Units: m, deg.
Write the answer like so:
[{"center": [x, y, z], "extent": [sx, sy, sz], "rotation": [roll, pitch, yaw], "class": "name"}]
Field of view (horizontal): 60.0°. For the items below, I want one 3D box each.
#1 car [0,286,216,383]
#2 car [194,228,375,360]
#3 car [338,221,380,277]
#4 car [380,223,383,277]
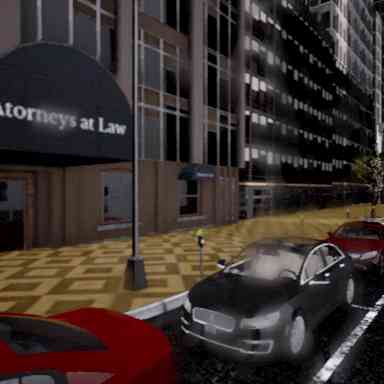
[{"center": [-1.990, 1.525, 1.602], "extent": [1.887, 1.381, 4.507], "rotation": [0, 0, 40], "class": "car"}, {"center": [1.639, 1.547, 5.976], "extent": [2.008, 1.369, 4.403], "rotation": [0, 0, 40], "class": "car"}, {"center": [5.268, 1.593, 10.350], "extent": [1.802, 1.307, 4.206], "rotation": [0, 0, 40], "class": "car"}, {"center": [5.610, 1.243, 6.688], "extent": [2.150, 2.045, 5.566], "rotation": [0, 0, 40], "class": "car"}]
